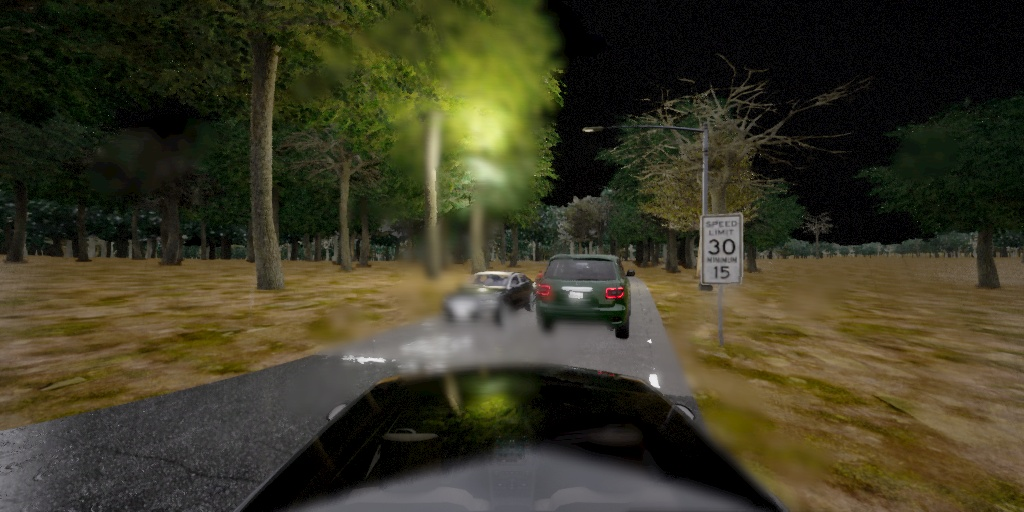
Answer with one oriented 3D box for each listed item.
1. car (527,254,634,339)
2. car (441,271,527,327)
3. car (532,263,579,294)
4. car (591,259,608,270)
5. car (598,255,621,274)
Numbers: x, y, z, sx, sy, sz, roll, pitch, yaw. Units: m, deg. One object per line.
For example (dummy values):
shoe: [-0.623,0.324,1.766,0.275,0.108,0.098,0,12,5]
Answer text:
car: [2.312,0.976,10.464,2.150,2.045,5.566,0,0,19]
car: [-0.531,1.254,11.796,2.128,1.511,4.902,0,0,19]
car: [2.790,1.245,21.668,1.882,1.535,5.008,0,0,18]
car: [12.819,1.185,52.697,1.812,1.442,4.674,-1,1,6]
car: [11.404,0.945,42.291,2.150,2.045,5.566,0,0,11]
